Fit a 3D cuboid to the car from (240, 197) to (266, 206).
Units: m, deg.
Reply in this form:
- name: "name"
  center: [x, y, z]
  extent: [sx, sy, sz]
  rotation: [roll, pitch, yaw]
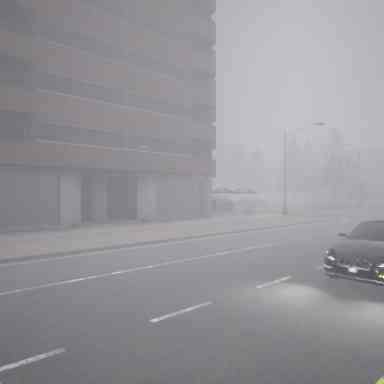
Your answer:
- name: "car"
  center: [8.717, 1.492, 50.878]
  extent: [2.033, 1.411, 5.357]
  rotation: [0, 0, -43]

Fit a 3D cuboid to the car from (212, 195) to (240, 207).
- name: "car"
  center: [4.350, 1.296, 49.824]
  extent: [4.553, 1.767, 2.097]
  rotation: [0, 0, 44]

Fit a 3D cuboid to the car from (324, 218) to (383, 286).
- name: "car"
  center: [5.404, 1.505, 9.107]
  extent: [4.892, 1.490, 1.837]
  rotation: [0, 0, -42]
